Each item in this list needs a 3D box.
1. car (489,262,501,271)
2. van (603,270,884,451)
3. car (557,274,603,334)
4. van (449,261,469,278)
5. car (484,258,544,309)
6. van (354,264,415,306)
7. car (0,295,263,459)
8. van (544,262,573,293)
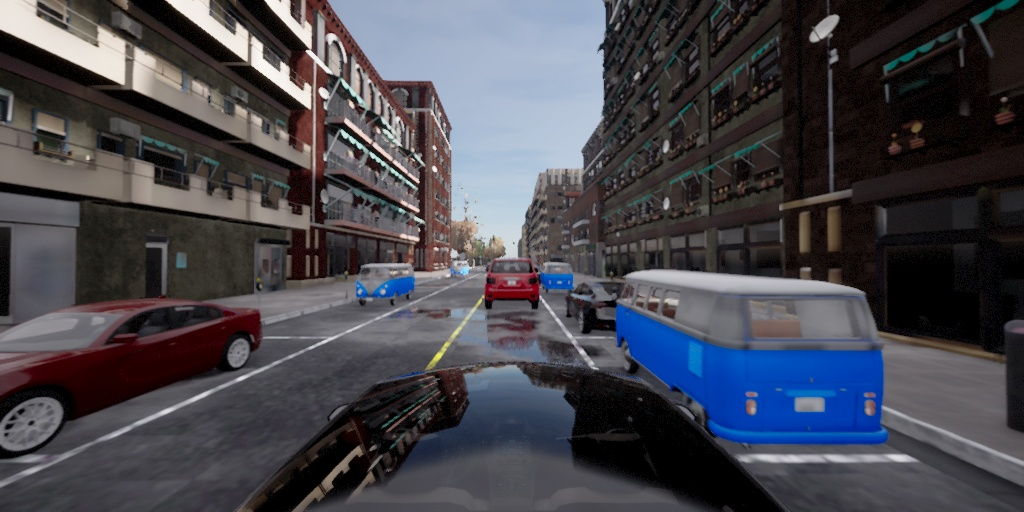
[{"bbox_3d":[-3.045,1.920,65.295,1.837,1.490,4.892,0,-1,0],"label":"car"},{"bbox_3d":[2.689,1.123,5.087,1.690,1.789,3.998,0,0,0],"label":"van"},{"bbox_3d":[2.686,1.402,10.747,1.948,1.339,4.313,0,0,0],"label":"car"},{"bbox_3d":[-5.713,1.464,39.050,1.690,1.789,3.998,0,0,0],"label":"van"},{"bbox_3d":[-0.009,1.103,15.862,2.150,2.045,5.566,0,0,0],"label":"car"},{"bbox_3d":[-5.698,1.233,16.404,1.690,1.789,3.998,0,0,0],"label":"van"},{"bbox_3d":[-5.691,1.327,5.081,1.888,1.381,4.507,0,0,0],"label":"car"},{"bbox_3d":[2.679,1.290,22.072,1.690,1.789,3.998,0,0,0],"label":"van"}]
